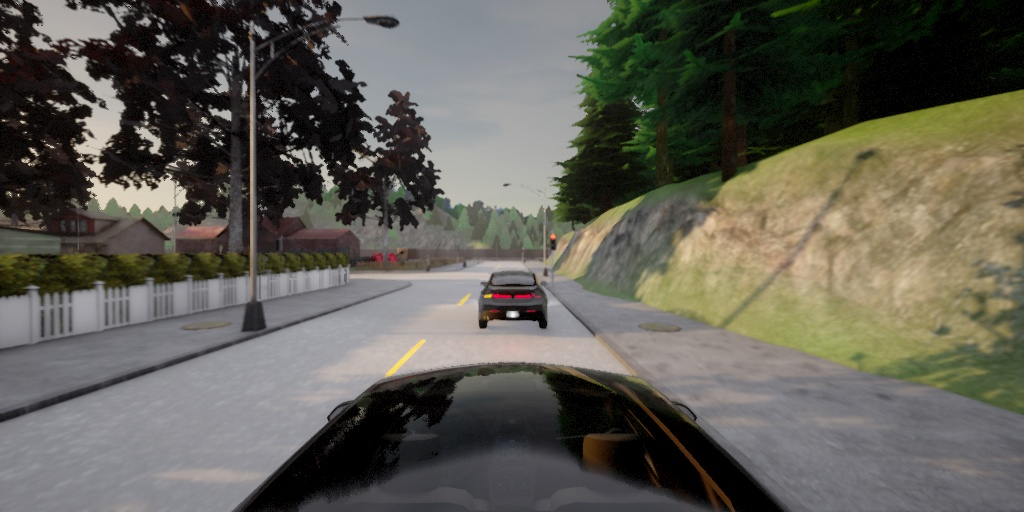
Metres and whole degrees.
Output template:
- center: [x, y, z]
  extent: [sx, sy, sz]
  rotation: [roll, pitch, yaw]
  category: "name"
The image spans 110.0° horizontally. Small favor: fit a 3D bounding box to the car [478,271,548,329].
- center: [0.047, 1.179, 11.028]
  extent: [1.837, 1.490, 4.892]
  rotation: [0, -1, 1]
  category: "car"
